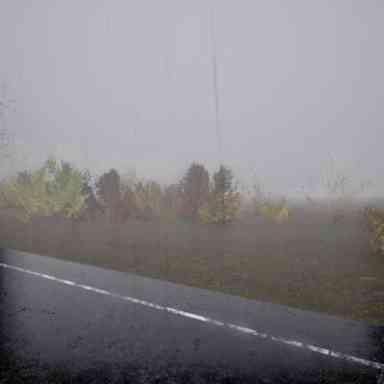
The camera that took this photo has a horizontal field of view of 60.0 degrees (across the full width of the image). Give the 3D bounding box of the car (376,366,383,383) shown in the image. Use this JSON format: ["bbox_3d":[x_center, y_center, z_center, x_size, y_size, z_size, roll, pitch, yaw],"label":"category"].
[{"bbox_3d":[3.730,1.548,1.337,5.357,1.411,2.033,0,0,35],"label":"car"}]
